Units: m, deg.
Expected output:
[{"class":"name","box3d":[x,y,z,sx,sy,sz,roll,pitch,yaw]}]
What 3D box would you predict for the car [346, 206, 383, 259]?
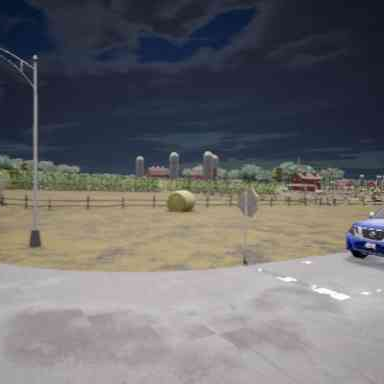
[{"class":"car","box3d":[7.941,1.370,11.881,5.566,2.045,2.150,1,2,-32]}]
